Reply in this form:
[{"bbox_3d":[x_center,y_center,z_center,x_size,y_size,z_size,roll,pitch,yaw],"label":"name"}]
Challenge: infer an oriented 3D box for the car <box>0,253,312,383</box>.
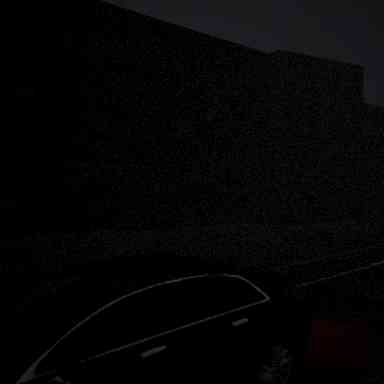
[{"bbox_3d":[-0.768,1.504,3.437,4.892,1.490,1.837,0,0,-35],"label":"car"}]
